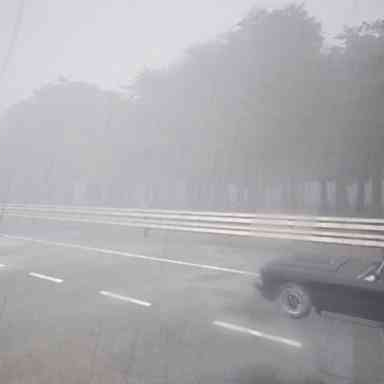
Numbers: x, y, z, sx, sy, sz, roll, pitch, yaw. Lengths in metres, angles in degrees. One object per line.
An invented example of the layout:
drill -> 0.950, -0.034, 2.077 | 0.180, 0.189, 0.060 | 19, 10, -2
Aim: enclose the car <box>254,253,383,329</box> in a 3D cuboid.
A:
car -> 3.522, 1.602, 5.656 | 4.718, 1.301, 1.895 | 0, 0, 35
